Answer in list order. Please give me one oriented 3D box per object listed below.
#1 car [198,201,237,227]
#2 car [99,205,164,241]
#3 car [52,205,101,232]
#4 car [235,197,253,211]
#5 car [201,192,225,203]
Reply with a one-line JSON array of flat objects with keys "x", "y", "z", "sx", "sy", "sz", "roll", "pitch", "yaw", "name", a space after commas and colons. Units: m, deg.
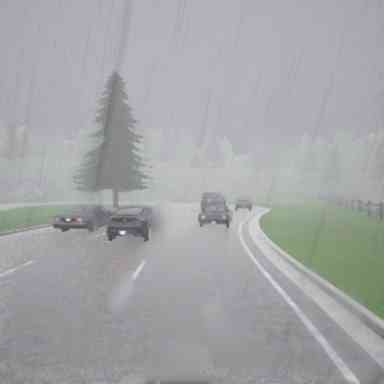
[{"x": 1.671, "y": 1.506, "z": 21.757, "sx": 1.895, "sy": 1.301, "sz": 4.718, "roll": 0, "pitch": 0, "yaw": 10, "name": "car"}, {"x": -2.618, "y": 1.419, "z": 16.204, "sx": 1.837, "sy": 1.490, "sz": 4.892, "roll": 0, "pitch": 0, "yaw": 6, "name": "car"}, {"x": -5.849, "y": 1.435, "z": 19.098, "sx": 2.033, "sy": 1.411, "sz": 5.357, "roll": 0, "pitch": 0, "yaw": 8, "name": "car"}, {"x": 6.039, "y": 1.334, "z": 39.031, "sx": 2.128, "sy": 1.511, "sz": 4.902, "roll": 0, "pitch": 0, "yaw": 10, "name": "car"}, {"x": 2.464, "y": 1.053, "z": 38.330, "sx": 2.150, "sy": 2.045, "sz": 5.566, "roll": 1, "pitch": 0, "yaw": 14, "name": "car"}]
